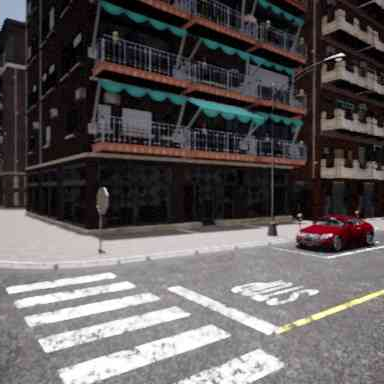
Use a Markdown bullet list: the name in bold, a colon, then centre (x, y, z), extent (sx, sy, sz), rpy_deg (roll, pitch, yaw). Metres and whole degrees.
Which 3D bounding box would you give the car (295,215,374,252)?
- **car**: centre (6.205, 1.651, 14.203), extent (4.206, 1.307, 1.802), rpy_deg (1, -1, -37)
